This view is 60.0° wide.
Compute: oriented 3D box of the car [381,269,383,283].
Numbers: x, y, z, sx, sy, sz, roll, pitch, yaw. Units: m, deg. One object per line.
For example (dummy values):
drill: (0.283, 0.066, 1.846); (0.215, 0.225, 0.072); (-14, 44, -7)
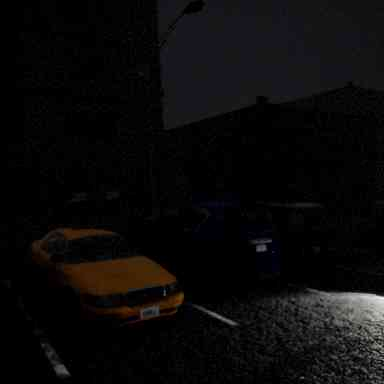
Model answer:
car: (6.354, 1.578, 7.912); (4.181, 1.385, 1.994); (0, 0, -35)

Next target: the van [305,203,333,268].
van: (2.073, 1.265, 10.629); (1.878, 1.987, 4.442); (0, 0, -36)

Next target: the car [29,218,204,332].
car: (-2.194, 1.480, 7.212); (1.946, 1.575, 5.366); (0, 0, -36)

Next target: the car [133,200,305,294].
car: (-0.148, 1.236, 8.935); (2.435, 2.045, 5.566); (0, 0, -36)
